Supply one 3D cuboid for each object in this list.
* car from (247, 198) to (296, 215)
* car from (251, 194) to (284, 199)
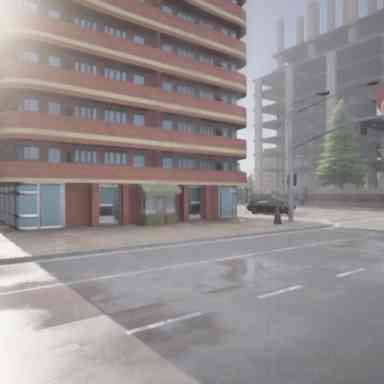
[{"bbox_3d":[7.687,1.577,32.711,1.895,1.301,4.718,0,0,-36],"label":"car"},{"bbox_3d":[8.844,1.195,37.054,2.150,2.045,5.566,0,0,-36],"label":"car"}]
